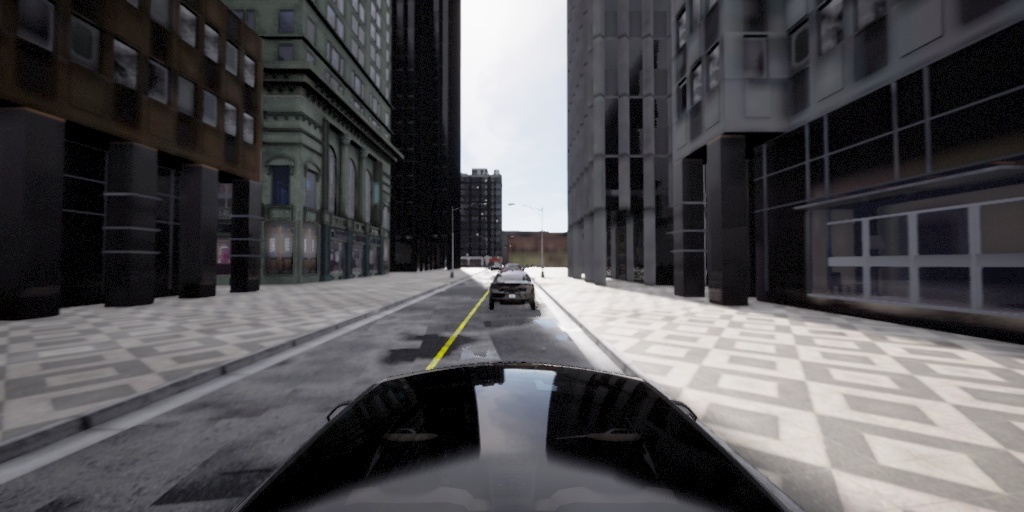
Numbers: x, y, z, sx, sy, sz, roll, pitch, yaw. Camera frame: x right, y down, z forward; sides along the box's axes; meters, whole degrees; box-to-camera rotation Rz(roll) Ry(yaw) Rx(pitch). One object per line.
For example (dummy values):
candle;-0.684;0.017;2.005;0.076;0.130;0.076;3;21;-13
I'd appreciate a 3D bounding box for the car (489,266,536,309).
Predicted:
car;0.028;1.389;16.089;1.882;1.535;5.008;0;0;0

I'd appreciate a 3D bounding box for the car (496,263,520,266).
car;0.025;1.431;30.292;2.097;1.767;4.553;0;-1;0
